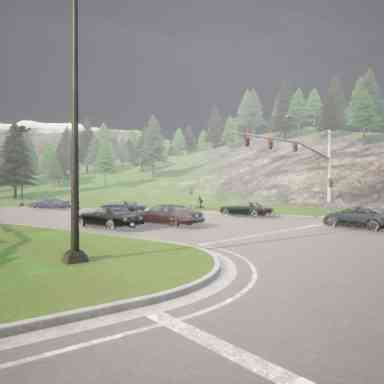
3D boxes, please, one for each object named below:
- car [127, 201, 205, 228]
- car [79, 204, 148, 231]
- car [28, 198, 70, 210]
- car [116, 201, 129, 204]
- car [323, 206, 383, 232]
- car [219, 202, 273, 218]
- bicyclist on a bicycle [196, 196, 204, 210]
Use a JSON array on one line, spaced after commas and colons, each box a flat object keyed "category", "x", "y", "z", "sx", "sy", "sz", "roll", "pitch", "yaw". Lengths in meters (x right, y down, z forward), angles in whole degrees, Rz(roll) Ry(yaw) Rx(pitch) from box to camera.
[{"category": "car", "x": -1.681, "y": 1.546, "z": 22.372, "sx": 5.357, "sy": 1.411, "sz": 2.033, "roll": 0, "pitch": 0, "yaw": 37}, {"category": "car", "x": -5.270, "y": 1.600, "z": 20.714, "sx": 4.718, "sy": 1.301, "sz": 1.895, "roll": 0, "pitch": 0, "yaw": 36}, {"category": "car", "x": -18.636, "y": 1.546, "z": 43.337, "sx": 5.357, "sy": 1.411, "sz": 2.033, "roll": 0, "pitch": 0, "yaw": 15}, {"category": "car", "x": -7.163, "y": 1.599, "z": 34.660, "sx": 4.718, "sy": 1.301, "sz": 1.895, "roll": 0, "pitch": 0, "yaw": 32}, {"category": "car", "x": 10.274, "y": 1.562, "z": 20.433, "sx": 1.994, "sy": 1.385, "sz": 4.181, "roll": 0, "pitch": 0, "yaw": -32}, {"category": "car", "x": 4.894, "y": 1.599, "z": 30.515, "sx": 4.718, "sy": 1.301, "sz": 1.895, "roll": 0, "pitch": 0, "yaw": 38}, {"category": "bicyclist on a bicycle", "x": 0.929, "y": 1.300, "z": 38.432, "sx": 0.582, "sy": 1.620, "sz": 1.656, "roll": 0, "pitch": 0, "yaw": 34}]
